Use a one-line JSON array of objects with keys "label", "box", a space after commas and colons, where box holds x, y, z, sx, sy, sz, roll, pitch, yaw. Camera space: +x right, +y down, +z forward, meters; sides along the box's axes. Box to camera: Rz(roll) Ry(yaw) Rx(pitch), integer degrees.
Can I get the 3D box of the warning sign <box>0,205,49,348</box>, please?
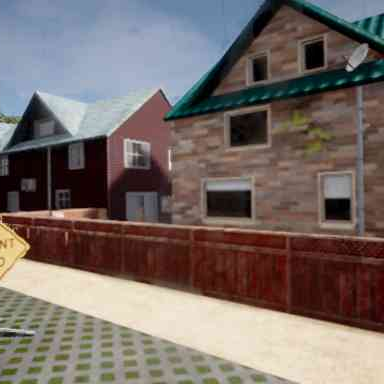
[{"label": "warning sign", "box": [-2.977, 1.151, 4.772, 1.060, 1.860, 1.300, -1, 0, 35]}]
